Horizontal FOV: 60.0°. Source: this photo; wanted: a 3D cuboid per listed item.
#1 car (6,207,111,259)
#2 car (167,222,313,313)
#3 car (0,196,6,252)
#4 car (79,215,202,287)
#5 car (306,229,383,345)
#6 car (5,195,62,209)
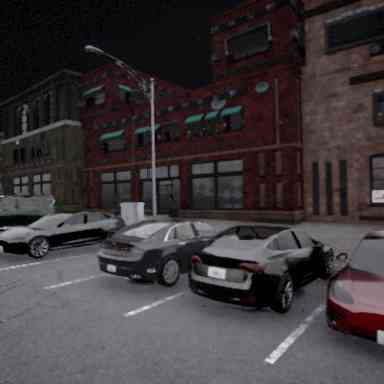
[{"bbox_3d":[-4.812,1.479,12.888,2.163,1.488,4.792,0,0,39],"label":"car"},{"bbox_3d":[1.845,1.509,7.895,2.163,1.488,4.792,0,0,37],"label":"car"},{"bbox_3d":[-7.540,1.192,9.164,5.566,2.045,2.150,0,0,38],"label":"car"},{"bbox_3d":[-0.368,1.472,9.499,2.231,1.521,4.892,0,0,37],"label":"car"},{"bbox_3d":[4.015,1.515,6.242,2.163,1.488,4.792,0,0,36],"label":"car"},{"bbox_3d":[-9.068,1.193,16.318,2.435,2.045,5.566,0,0,40],"label":"car"}]
